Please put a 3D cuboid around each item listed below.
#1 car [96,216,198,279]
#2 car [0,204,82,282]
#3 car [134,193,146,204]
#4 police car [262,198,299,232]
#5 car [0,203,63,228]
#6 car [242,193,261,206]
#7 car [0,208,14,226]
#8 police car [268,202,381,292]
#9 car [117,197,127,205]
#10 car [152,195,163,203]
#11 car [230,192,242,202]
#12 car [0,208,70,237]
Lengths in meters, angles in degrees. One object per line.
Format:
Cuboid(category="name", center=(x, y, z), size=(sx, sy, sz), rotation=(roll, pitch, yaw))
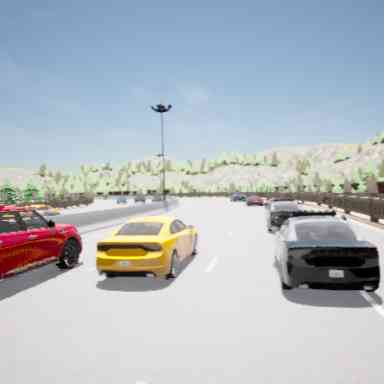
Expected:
Cuboid(category="car", center=(-1.085, 1.471, 10.105), size=(1.882, 1.535, 5.008), rotation=(-2, 0, 11))
Cuboid(category="car", center=(-4.993, 1.349, 8.405), size=(2.150, 2.045, 5.566), rotation=(-2, 0, 11))
Cuboid(category="car", center=(-10.532, 1.303, 67.262), size=(2.150, 2.045, 5.566), rotation=(-2, 1, -11))
Cuboid(category="police car", center=(5.111, 1.181, 18.530), size=(1.930, 1.638, 5.238), rotation=(-2, 0, 11))
Cuboid(category="car", center=(-12.425, 1.775, 26.043), size=(1.882, 1.535, 5.008), rotation=(-2, 0, 11))
Cuboid(category="car", center=(8.168, 1.115, 44.092), size=(1.994, 1.385, 4.181), rotation=(-2, 0, 3))
Cuboid(category="car", center=(-16.122, 2.022, 25.293), size=(1.895, 1.301, 4.718), rotation=(-2, 0, 11))
Cuboid(category="police car", center=(3.175, 1.285, 8.720), size=(1.930, 1.638, 5.238), rotation=(-2, 0, 11))
Cuboid(category="car", center=(-13.956, 1.698, 66.425), size=(1.812, 1.442, 4.674), rotation=(-2, 0, -8))
Cuboid(category="car", center=(-6.327, 1.303, 62.037), size=(2.097, 1.767, 4.553), rotation=(-2, 0, -5))
Cuboid(category="car", center=(8.130, 0.841, 59.218), size=(2.097, 1.767, 4.553), rotation=(-2, 0, -5))
Cuboid(category="car", center=(-9.845, 1.835, 20.942), size=(1.895, 1.301, 4.718), rotation=(-2, 0, 11))
